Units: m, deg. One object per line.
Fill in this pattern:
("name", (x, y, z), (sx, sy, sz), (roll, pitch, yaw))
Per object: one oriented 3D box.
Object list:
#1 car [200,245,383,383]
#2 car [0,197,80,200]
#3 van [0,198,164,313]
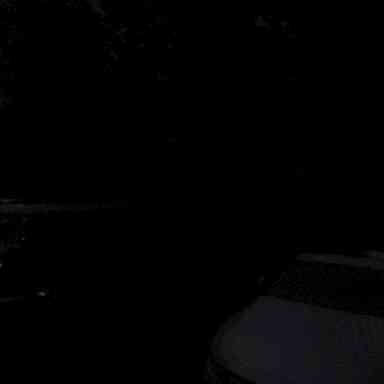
("car", (1.962, 1.517, 4.363), (2.002, 1.452, 4.674), (0, 0, 36))
("car", (-4.856, 1.189, 9.190), (2.435, 2.045, 5.566), (0, 0, 36))
("van", (-2.640, 1.226, 7.500), (1.878, 1.987, 4.442), (0, 0, 35))
